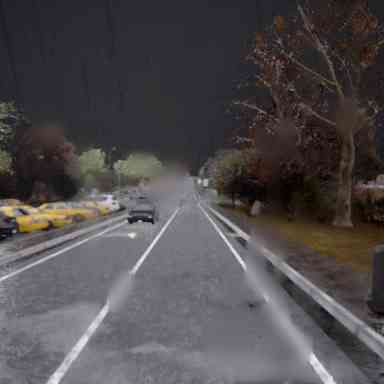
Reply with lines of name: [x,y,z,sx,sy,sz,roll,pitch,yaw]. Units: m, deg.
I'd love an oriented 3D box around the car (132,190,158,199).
car: [-10.559,0.896,75.060,4.553,1.767,2.185,0,0,0]

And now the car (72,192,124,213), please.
car: [-10.291,1.330,34.127,5.566,2.045,2.435,0,0,0]

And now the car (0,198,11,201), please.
car: [-23.313,1.628,36.905,4.792,1.488,2.163,0,0,0]

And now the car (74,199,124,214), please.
car: [-10.268,1.599,36.901,5.008,1.535,2.097,0,0,0]

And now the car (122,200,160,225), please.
car: [-3.451,1.547,24.639,2.033,1.411,5.357,0,0,0]

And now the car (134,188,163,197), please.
car: [-10.553,0.741,80.631,5.566,2.045,2.435,0,1,0]

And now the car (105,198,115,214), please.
car: [-10.448,1.560,31.349,5.366,1.575,1.946,0,0,0]

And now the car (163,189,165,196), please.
car: [-10.485,0.686,91.780,4.553,1.767,2.185,0,1,0]

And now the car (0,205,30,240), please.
car: [-10.254,1.475,14.703,4.892,1.521,2.231,0,0,0]

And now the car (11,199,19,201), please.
car: [-23.375,1.490,39.552,4.553,1.767,2.185,0,0,0]

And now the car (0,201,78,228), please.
car: [-10.075,1.489,20.123,5.366,1.575,1.946,0,0,0]

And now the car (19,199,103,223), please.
car: [-10.076,1.524,25.797,5.366,1.575,1.946,0,0,0]

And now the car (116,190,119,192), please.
car: [-23.591,0.813,91.610,5.008,1.535,2.097,0,1,0]

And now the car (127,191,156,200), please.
car: [-10.502,1.057,69.491,4.792,1.488,2.163,0,0,0]

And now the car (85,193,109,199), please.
car: [-23.788,0.959,83.374,5.366,1.575,1.946,0,1,0]

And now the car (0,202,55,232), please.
car: [-10.446,1.477,17.471,5.366,1.575,1.946,0,0,0]

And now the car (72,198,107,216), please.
car: [-10.268,1.546,28.572,4.892,1.521,2.231,0,0,0]

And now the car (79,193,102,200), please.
car: [-23.635,1.040,77.787,4.792,1.488,2.163,0,0,0]

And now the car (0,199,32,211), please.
car: [-23.339,1.633,42.322,5.008,1.535,2.097,0,0,0]

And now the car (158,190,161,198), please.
car: [-10.521,1.012,77.840,5.008,1.535,2.097,0,1,0]
